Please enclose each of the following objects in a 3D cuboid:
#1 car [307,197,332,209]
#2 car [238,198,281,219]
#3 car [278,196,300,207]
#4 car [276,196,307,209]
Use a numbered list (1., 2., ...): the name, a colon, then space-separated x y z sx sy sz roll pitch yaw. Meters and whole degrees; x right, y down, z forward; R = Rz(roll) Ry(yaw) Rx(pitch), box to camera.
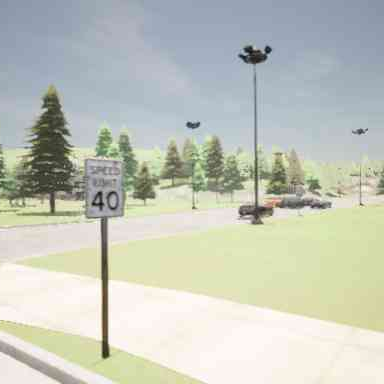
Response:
1. car: 18.547 1.709 47.627 1.895 1.301 4.718 -1 0 38
2. car: 6.087 1.620 31.186 2.128 1.511 4.902 -1 0 37
3. car: 16.709 1.534 56.908 2.097 1.767 4.553 -1 0 37
4. car: 14.335 1.503 47.911 2.097 1.767 4.553 -1 0 38
